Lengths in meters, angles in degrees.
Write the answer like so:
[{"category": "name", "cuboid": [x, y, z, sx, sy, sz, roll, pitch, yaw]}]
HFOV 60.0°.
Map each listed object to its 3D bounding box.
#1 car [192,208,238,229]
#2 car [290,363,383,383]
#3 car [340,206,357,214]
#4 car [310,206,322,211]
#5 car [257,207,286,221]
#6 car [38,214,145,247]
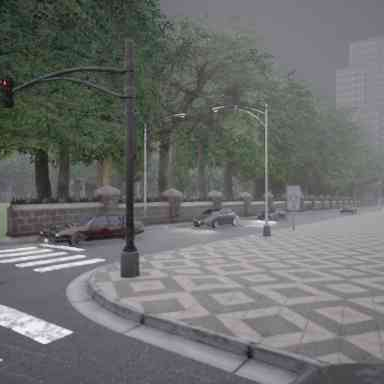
[{"category": "car", "cuboid": [1.933, 2.014, 26.116, 1.837, 1.490, 4.892, 0, -1, 35]}, {"category": "car", "cuboid": [2.379, 1.549, 1.263, 4.403, 1.369, 2.008, 0, 0, 36]}, {"category": "car", "cuboid": [25.216, 2.861, 53.453, 1.895, 1.301, 4.718, 0, -1, 36]}, {"category": "car", "cuboid": [17.366, 2.237, 47.723, 1.994, 1.385, 4.181, 0, -1, 35]}, {"category": "car", "cuboid": [8.535, 2.313, 35.427, 1.994, 1.385, 4.181, 0, -1, 35]}, {"category": "car", "cuboid": [-4.815, 1.825, 16.876, 2.033, 1.411, 5.357, 0, -1, 39]}]
